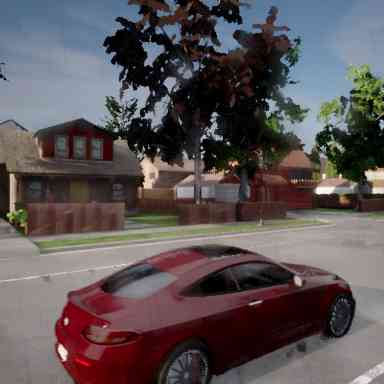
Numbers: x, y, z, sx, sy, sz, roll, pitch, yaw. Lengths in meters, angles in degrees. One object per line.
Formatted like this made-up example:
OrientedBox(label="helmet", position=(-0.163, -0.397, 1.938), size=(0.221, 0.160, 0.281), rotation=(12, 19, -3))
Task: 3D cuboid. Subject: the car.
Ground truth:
OrientedBox(label="car", position=(0.488, 1.526, 4.899), size=(4.674, 1.442, 1.812), rotation=(0, 0, -35))
